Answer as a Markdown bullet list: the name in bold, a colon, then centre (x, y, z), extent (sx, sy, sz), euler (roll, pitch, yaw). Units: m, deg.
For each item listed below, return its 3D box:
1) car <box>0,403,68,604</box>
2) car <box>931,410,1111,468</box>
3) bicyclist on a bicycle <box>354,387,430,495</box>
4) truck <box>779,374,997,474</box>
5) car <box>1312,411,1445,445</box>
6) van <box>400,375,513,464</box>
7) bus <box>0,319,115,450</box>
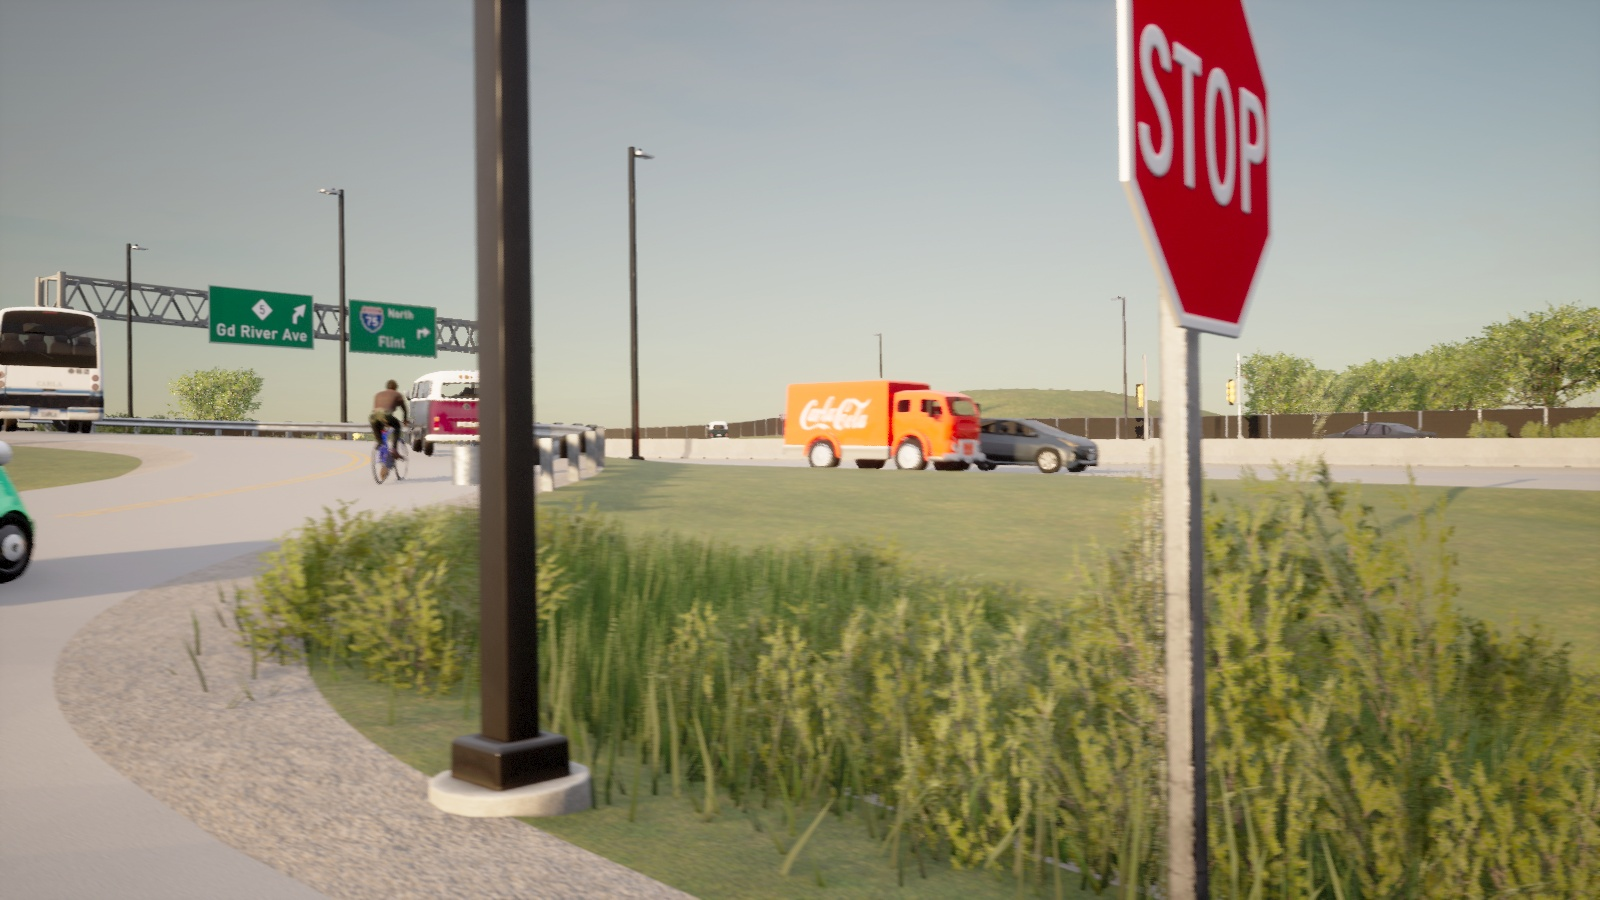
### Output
- **car**: centre (-6.305, 0.413, 8.382), extent (1.481, 1.376, 2.207), euler (-2, 3, 0)
- **car**: centre (6.135, -0.276, 35.120), extent (4.514, 1.525, 2.007), euler (-1, 0, 38)
- **bicyclist on a bicycle**: centre (-6.411, -0.166, 19.814), extent (0.582, 1.620, 1.656), euler (-2, 2, 0)
- **truck**: centre (2.312, -0.648, 33.669), extent (5.204, 2.467, 2.627), euler (0, 0, 38)
- **car**: centre (25.813, -0.980, 56.227), extent (2.033, 1.411, 5.357), euler (-2, 1, -25)
- **van**: centre (-8.634, -0.777, 31.271), extent (2.069, 2.038, 4.480), euler (-1, 2, -23)
- **bus**: centre (-27.983, -2.297, 45.930), extent (3.944, 4.253, 10.273), euler (-1, 2, -35)
